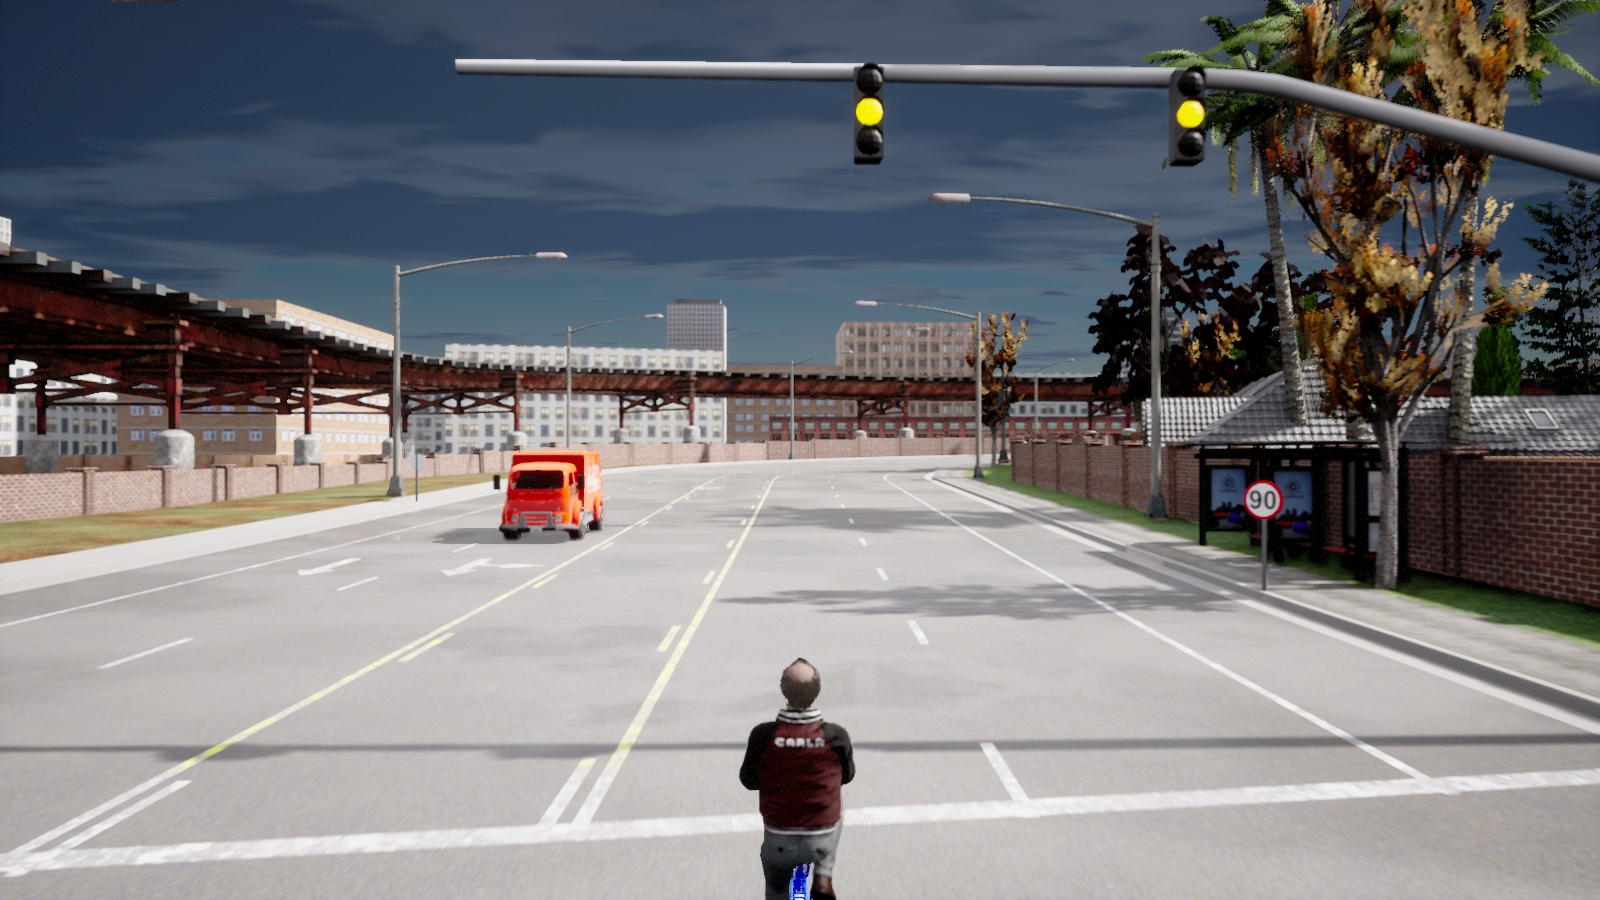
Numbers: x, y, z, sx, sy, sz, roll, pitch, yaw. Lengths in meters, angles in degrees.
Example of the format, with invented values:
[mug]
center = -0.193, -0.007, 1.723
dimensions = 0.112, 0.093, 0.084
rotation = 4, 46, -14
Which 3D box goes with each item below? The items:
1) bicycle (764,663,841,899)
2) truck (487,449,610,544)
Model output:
[bicycle]
center = 0.014, 2.010, 5.808
dimensions = 0.329, 1.496, 1.835
rotation = 0, 0, 0
[truck]
center = -7.214, 1.254, 33.388
dimensions = 2.627, 2.467, 5.204
rotation = 0, 1, -2
